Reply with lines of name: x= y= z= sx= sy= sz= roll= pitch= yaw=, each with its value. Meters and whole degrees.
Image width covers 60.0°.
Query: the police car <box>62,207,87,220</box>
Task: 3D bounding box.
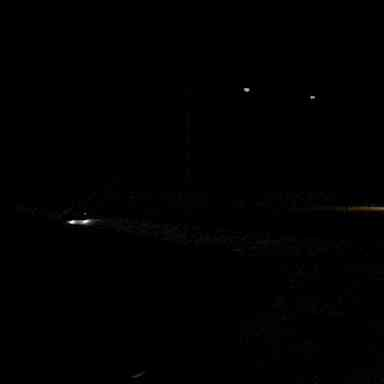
police car: x=-14.400 y=2.616 z=40.693 sx=2.038 sy=1.542 sz=4.974 roll=-1 pitch=-1 yaw=-36
